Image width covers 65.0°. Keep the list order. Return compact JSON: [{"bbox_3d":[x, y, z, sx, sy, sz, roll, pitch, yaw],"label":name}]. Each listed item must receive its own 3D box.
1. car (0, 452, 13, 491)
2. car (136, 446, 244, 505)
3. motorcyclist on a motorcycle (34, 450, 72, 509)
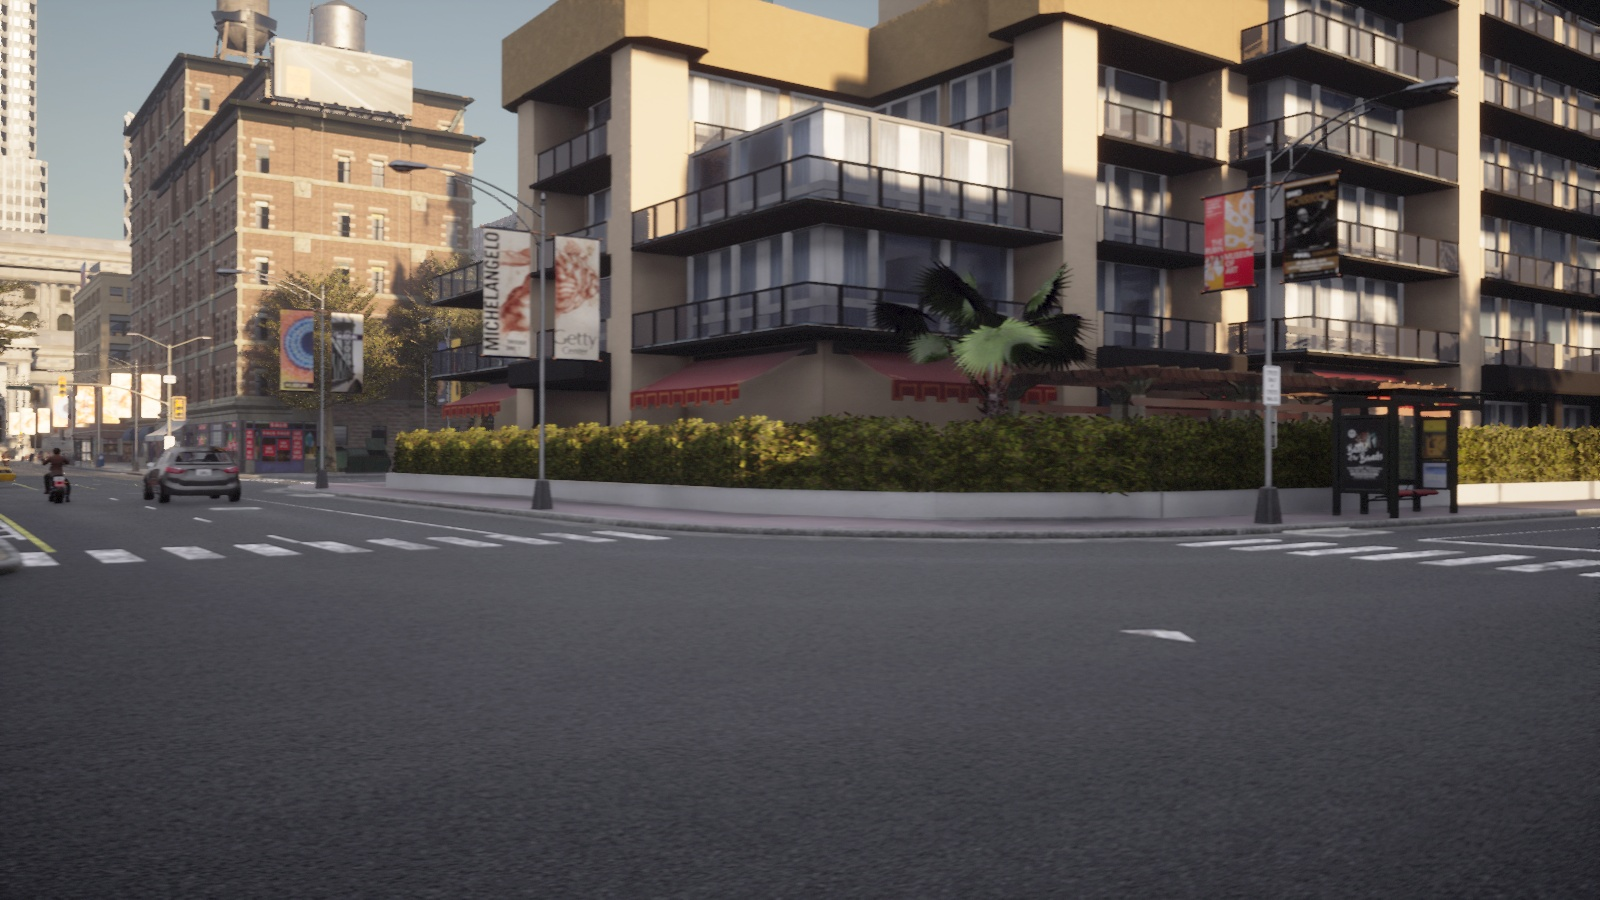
[{"bbox_3d":[-34.817,0.881,50.382,5.366,1.575,1.801,0,0,-36],"label":"car"},{"bbox_3d":[-18.578,0.722,38.133,2.242,1.667,4.611,0,0,-35],"label":"car"},{"bbox_3d":[-21.741,0.831,36.546,0.766,1.649,2.350,0,0,-35],"label":"motorcyclist on a motorcycle"}]
